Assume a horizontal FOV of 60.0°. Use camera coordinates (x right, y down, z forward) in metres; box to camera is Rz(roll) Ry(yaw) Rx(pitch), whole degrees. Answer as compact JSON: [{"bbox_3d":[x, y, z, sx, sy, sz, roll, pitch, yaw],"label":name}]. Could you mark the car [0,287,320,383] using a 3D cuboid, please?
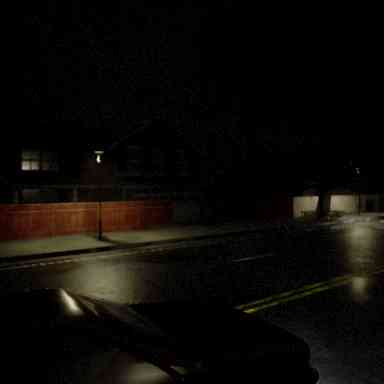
[{"bbox_3d":[-1.359,1.546,2.470,5.357,1.411,2.033,-1,0,-35],"label":"car"}]
